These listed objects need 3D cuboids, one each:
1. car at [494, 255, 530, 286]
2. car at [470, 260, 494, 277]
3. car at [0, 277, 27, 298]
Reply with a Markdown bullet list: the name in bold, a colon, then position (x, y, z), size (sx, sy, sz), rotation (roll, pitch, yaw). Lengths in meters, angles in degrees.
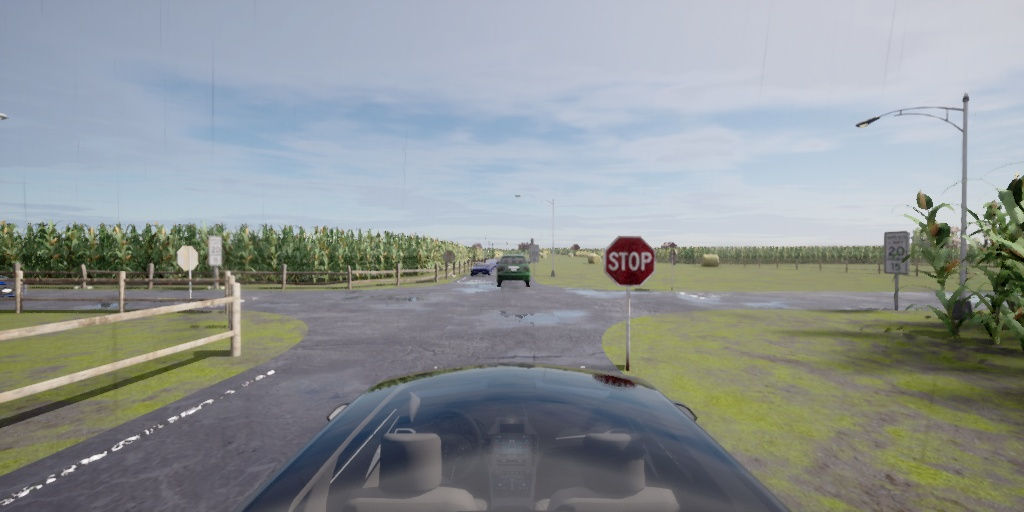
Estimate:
- **car**: position (0.101, 0.949, 24.917), size (2.150, 2.045, 5.566), rotation (0, 0, 0)
- **car**: position (-2.857, 1.316, 34.252), size (1.895, 1.301, 4.718), rotation (0, 0, 0)
- **car**: position (-23.473, 1.159, 14.861), size (5.008, 1.535, 1.882), rotation (0, 1, -1)
